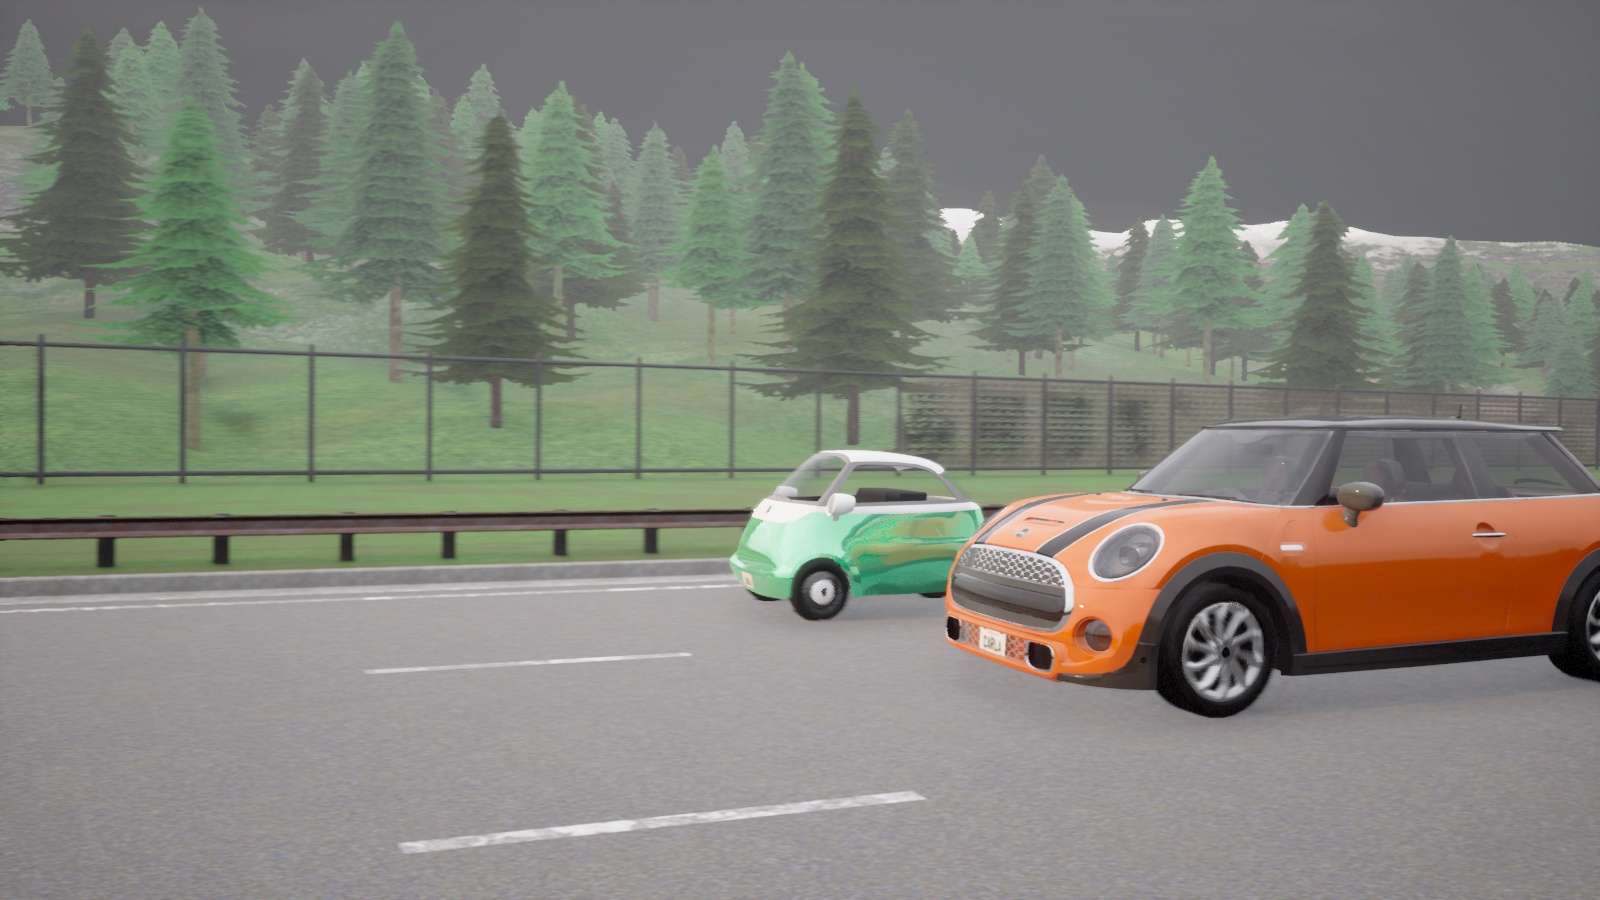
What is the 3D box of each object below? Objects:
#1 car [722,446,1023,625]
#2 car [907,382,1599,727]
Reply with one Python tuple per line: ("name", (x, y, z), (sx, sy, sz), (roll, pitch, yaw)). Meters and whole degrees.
("car", (0.597, 0.668, 10.954), (2.207, 1.376, 1.481), (0, 1, -21))
("car", (3.221, 0.489, 8.204), (4.553, 1.767, 2.097), (-1, 1, -21))
